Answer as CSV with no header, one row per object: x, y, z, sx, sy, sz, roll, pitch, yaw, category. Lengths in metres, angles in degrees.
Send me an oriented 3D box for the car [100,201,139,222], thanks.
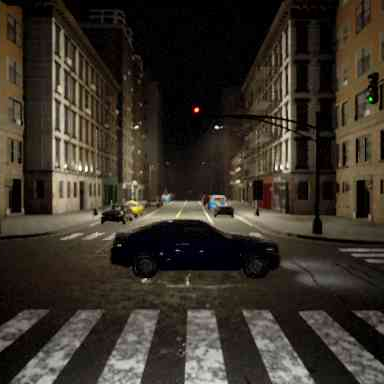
-5.344,1.500,23.988,2.008,1.369,4.403,0,0,0,car

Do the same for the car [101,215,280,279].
0.076,1.510,9.372,4.674,1.442,1.812,0,0,0,car

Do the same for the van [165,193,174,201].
-5.291,1.177,78.050,1.690,1.788,3.998,0,0,0,van

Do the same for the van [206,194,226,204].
2.707,1.267,34.786,1.690,1.788,3.998,0,0,0,van

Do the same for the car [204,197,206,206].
2.719,1.496,40.193,1.802,1.307,4.206,0,0,0,car

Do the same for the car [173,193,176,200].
-5.296,1.162,72.643,2.192,1.841,5.009,0,0,0,car

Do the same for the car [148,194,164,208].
-5.323,1.343,45.613,1.967,1.590,4.097,0,0,0,car

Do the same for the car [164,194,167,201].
-5.318,1.418,50.849,1.752,1.417,4.829,0,0,0,car

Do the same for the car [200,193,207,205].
2.742,1.206,51.004,2.192,1.841,5.009,0,0,0,car

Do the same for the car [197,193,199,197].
2.813,1.369,83.442,1.887,1.381,4.507,0,0,0,car

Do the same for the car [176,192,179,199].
-5.280,1.364,88.863,2.008,1.369,4.403,0,0,0,car

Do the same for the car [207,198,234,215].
2.695,1.488,29.380,2.008,1.369,4.403,0,0,0,car

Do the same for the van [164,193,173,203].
-5.302,1.199,67.237,1.690,1.788,3.998,0,0,0,van

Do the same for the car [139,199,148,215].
-5.339,1.463,29.224,1.752,1.417,4.829,0,0,0,car
